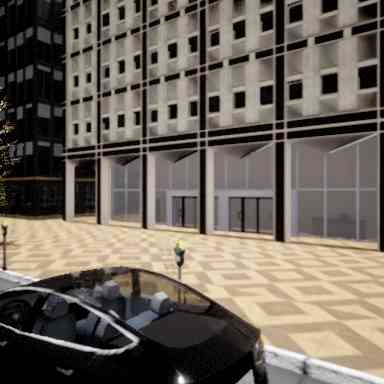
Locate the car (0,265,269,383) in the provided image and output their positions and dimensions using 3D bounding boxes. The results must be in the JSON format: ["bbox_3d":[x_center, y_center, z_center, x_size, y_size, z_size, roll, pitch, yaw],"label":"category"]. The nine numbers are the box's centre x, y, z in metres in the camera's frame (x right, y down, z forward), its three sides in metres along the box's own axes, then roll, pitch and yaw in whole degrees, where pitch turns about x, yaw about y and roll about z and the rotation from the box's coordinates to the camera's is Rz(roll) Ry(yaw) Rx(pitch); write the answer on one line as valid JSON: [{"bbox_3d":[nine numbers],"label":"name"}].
[{"bbox_3d":[-1.290,1.549,3.798,4.313,1.339,1.947,0,0,35],"label":"car"}]
